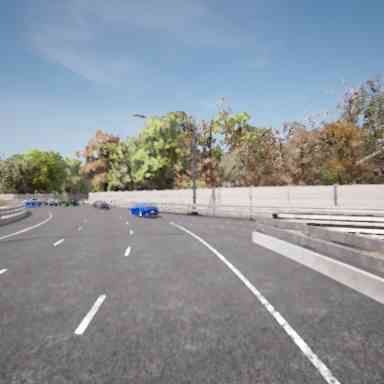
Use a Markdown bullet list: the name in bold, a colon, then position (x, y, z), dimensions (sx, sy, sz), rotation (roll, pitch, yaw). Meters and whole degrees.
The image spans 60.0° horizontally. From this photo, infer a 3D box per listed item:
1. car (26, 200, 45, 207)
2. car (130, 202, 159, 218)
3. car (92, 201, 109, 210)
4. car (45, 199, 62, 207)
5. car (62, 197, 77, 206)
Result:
- **car**: position (-33.251, 2.355, 69.702), dimensions (1.882, 1.535, 5.008), rotation (0, -1, -43)
- **car**: position (-5.263, 1.899, 36.346), dimensions (1.882, 1.535, 5.008), rotation (-1, 0, -30)
- **car**: position (-16.054, 2.285, 58.284), dimensions (2.033, 1.411, 5.357), rotation (0, -1, -30)
- **car**: position (-30.639, 2.482, 72.029), dimensions (1.895, 1.301, 4.718), rotation (0, -1, -43)
- **car**: position (-27.621, 2.130, 73.985), dimensions (2.150, 2.045, 5.566), rotation (0, -1, -43)
